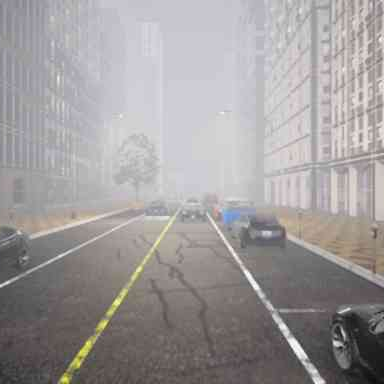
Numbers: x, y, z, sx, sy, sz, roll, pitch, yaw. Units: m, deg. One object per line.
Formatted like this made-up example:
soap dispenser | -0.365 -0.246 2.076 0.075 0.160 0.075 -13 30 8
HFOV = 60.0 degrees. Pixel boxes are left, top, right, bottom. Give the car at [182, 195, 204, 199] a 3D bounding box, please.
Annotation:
car | 0.081 1.380 41.205 1.994 1.385 4.181 0 0 0

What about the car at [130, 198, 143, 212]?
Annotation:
car | -5.705 1.363 36.619 1.752 1.417 4.829 0 0 0

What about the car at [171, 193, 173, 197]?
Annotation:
car | -5.720 1.228 70.944 1.947 1.339 4.313 0 0 0

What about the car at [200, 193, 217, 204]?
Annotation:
car | 2.672 1.096 48.165 2.192 1.841 5.009 0 0 0

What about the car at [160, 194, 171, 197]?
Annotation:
car | -5.717 1.243 65.251 2.008 1.369 4.403 0 0 0

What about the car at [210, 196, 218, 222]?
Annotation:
car | 2.681 1.331 25.397 1.967 1.590 4.097 0 0 0

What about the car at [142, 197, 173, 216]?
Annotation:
car | -3.112 1.430 30.773 1.994 1.385 4.181 0 0 0

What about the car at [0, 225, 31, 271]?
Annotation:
car | -5.693 1.532 8.326 1.947 1.339 4.313 0 0 0

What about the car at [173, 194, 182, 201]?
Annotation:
car | -3.033 1.190 72.625 1.994 1.385 4.181 0 0 0

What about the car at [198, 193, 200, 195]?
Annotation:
car | 2.667 1.038 59.550 2.192 1.841 5.009 0 0 0

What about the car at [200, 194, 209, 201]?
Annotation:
car | 2.661 1.186 71.104 1.752 1.417 4.829 0 0 0

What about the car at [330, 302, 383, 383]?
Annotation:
car | 2.690 1.555 2.629 1.947 1.339 4.313 0 0 0

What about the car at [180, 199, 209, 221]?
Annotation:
car | 0.087 1.490 25.764 1.895 1.301 4.718 0 0 0

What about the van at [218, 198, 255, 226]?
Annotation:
van | 2.684 1.258 19.706 1.690 1.788 3.998 0 0 0

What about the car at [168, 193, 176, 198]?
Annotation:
car | -5.730 1.084 93.712 2.008 1.369 4.403 0 0 0

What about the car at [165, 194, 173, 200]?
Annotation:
car | -5.724 1.180 82.326 1.802 1.307 4.206 0 0 0

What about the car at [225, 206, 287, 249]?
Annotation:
car | 2.686 1.508 14.013 1.947 1.339 4.313 0 0 0
